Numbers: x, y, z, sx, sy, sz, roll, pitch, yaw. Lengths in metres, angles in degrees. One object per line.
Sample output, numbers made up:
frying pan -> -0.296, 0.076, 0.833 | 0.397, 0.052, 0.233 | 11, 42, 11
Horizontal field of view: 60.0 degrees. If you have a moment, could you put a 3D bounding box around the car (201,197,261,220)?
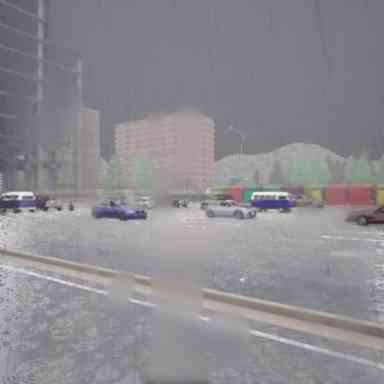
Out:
car -> 2.997, 1.384, 25.927 | 3.806, 1.475, 1.970 | 0, 0, 36

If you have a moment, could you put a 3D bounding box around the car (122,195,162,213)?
car -> -5.916, 1.388, 39.414 | 3.806, 1.475, 1.970 | 0, 0, 36

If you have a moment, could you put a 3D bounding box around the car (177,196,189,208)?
car -> -2.707, 1.141, 43.977 | 4.605, 1.855, 1.932 | 0, 0, 36

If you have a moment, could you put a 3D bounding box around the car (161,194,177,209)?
car -> -4.229, 1.354, 41.767 | 3.905, 1.438, 1.784 | 0, 0, 36

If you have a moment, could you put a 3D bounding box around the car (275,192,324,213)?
car -> 12.768, 1.129, 39.713 | 4.605, 1.855, 1.932 | 0, 0, 36

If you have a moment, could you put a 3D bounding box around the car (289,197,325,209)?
car -> 14.508, 1.337, 42.030 | 3.905, 1.438, 1.784 | 0, 0, 36
